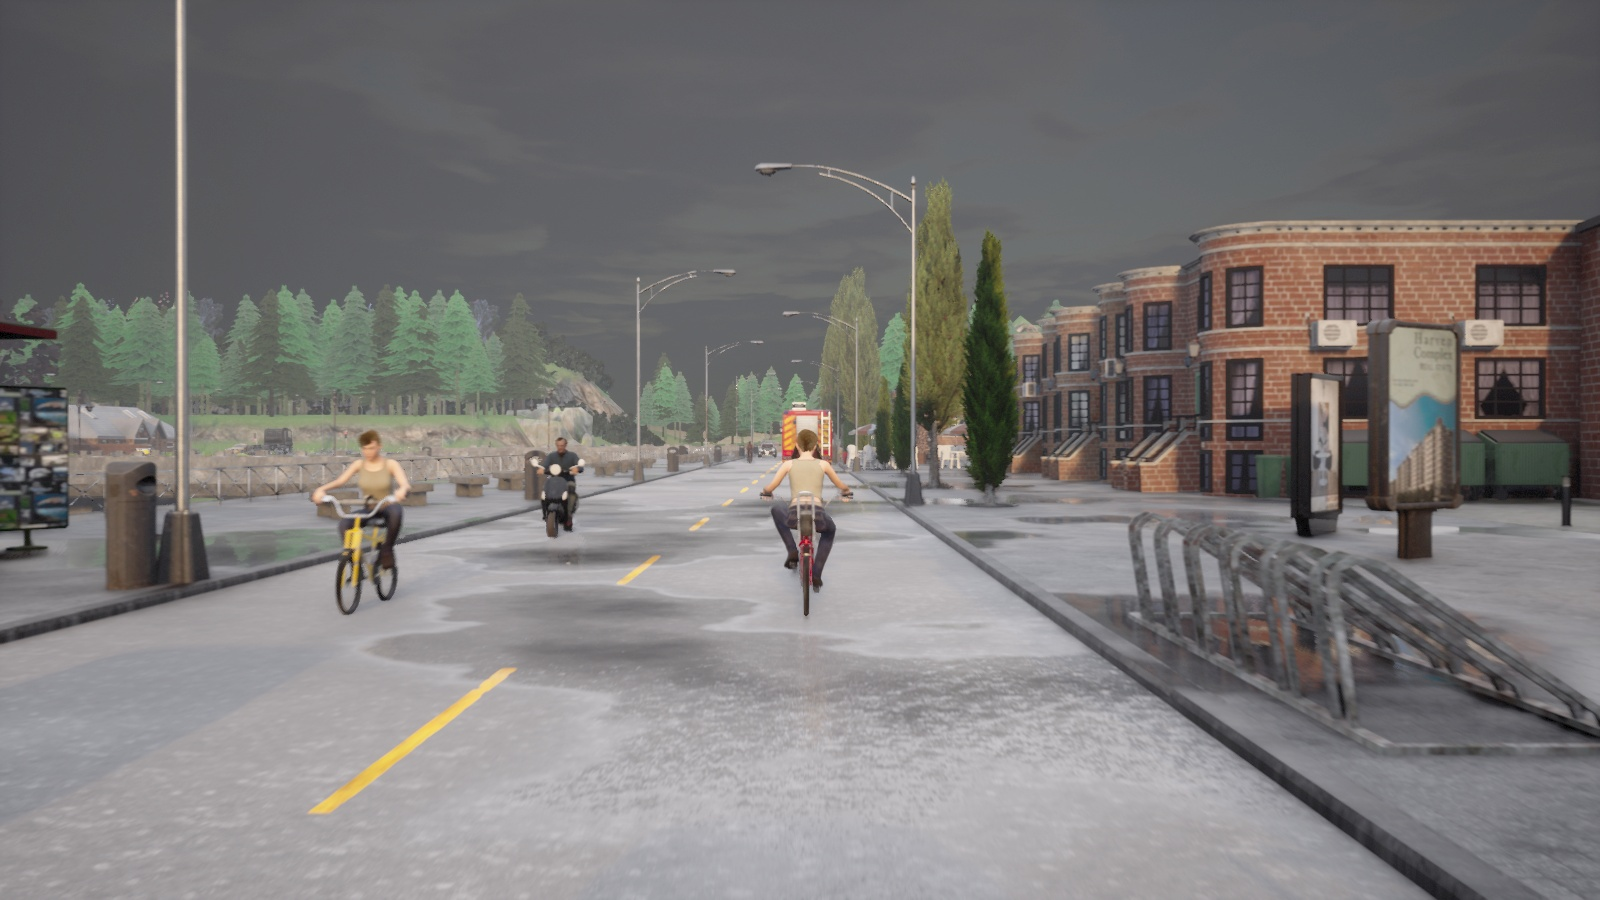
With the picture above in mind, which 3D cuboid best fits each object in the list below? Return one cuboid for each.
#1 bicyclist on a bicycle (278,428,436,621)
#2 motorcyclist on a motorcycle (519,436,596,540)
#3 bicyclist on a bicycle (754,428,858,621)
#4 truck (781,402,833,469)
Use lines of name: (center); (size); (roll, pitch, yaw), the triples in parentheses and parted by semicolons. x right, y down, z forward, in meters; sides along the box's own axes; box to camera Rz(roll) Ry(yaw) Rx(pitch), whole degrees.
bicyclist on a bicycle: (-3.917, 0.616, 11.228); (0.866, 1.612, 1.509); (0, 0, 1)
motorcyclist on a motorcycle: (-3.876, 0.583, 20.217); (0.866, 1.590, 1.817); (0, 0, 0)
bicyclist on a bicycle: (0.061, 0.620, 11.229); (0.866, 1.612, 1.509); (0, 0, 1)
truck: (0.407, -0.841, 75.026); (2.891, 3.827, 8.468); (0, 0, 0)
